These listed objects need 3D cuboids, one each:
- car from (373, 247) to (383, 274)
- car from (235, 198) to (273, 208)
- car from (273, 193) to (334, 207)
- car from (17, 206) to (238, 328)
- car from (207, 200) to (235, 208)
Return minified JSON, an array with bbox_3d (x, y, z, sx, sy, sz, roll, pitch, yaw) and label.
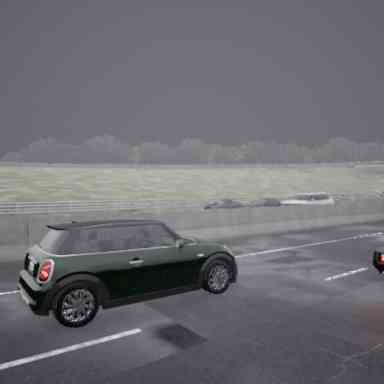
[{"bbox_3d":[6.690,1.563,8.521,4.718,1.301,1.895,0,0,-35],"label":"car"},{"bbox_3d":[6.583,1.335,30.159,5.008,1.535,1.882,-1,0,-35],"label":"car"},{"bbox_3d":[9.783,1.070,28.133,5.566,2.045,2.150,0,0,-35],"label":"car"},{"bbox_3d":[-1.155,1.347,7.222,4.553,1.767,2.097,0,0,-35],"label":"car"},{"bbox_3d":[3.143,1.436,32.011,4.181,1.385,1.994,-1,0,-35],"label":"car"}]
